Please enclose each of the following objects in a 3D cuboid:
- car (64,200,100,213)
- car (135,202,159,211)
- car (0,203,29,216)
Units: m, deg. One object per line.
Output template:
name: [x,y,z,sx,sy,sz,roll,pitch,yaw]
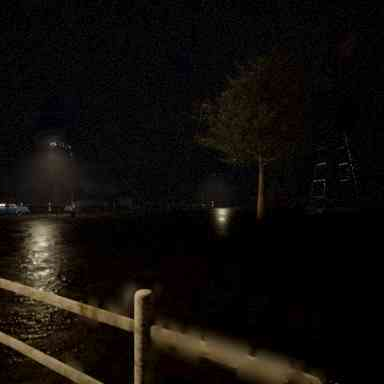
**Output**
car: [-14.757,1.925,44.642,2.097,1.767,4.553,-2,-2,36]
car: [-7.330,2.317,54.950,1.812,1.442,4.674,-2,-2,36]
car: [-20.729,1.950,36.332,2.033,1.411,5.357,-2,-2,35]
